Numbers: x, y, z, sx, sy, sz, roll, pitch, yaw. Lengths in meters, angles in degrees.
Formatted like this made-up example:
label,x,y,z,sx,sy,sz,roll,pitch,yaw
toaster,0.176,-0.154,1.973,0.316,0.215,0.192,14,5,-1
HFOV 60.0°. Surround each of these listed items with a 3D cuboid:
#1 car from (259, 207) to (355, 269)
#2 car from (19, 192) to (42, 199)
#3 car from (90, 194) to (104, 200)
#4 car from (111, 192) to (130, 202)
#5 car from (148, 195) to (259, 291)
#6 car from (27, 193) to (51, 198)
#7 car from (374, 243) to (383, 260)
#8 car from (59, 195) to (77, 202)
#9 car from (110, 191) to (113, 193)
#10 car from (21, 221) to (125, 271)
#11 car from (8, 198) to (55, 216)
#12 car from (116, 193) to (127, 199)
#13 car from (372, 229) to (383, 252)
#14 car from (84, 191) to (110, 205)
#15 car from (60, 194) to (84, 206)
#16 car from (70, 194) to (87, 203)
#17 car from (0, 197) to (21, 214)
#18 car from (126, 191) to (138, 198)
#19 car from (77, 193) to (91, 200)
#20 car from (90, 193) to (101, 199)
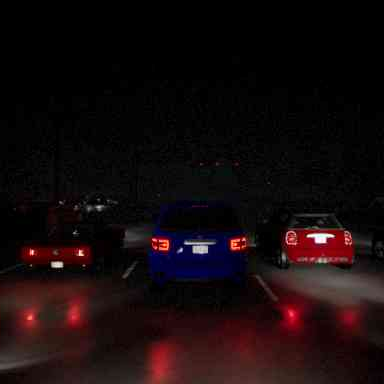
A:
label,x,y,z,sx,sy,sz,roll,pitch,yaw
car,3.519,1.335,11.257,2.097,1.767,4.553,0,0,0
car,-25.056,0.991,51.902,2.150,2.045,5.566,0,0,0
car,-21.715,1.177,76.071,1.994,1.385,4.181,0,0,-1
car,-14.632,1.217,68.062,2.033,1.411,5.357,0,0,-1
car,0.054,1.208,9.160,2.150,2.045,5.566,0,0,-2
car,-21.510,1.317,48.247,1.812,1.442,4.674,0,0,-1
car,3.597,1.490,2.113,2.128,1.511,4.902,0,0,0
car,-25.125,1.272,67.368,1.895,1.301,4.718,0,0,-1
car,-18.240,1.150,78.402,2.033,1.411,5.357,0,0,-1
car,-3.475,1.585,10.801,1.895,1.301,4.718,0,0,0
car,-14.342,1.501,30.398,1.895,1.301,4.718,0,0,-1
car,-18.647,1.076,88.240,2.128,1.511,4.902,0,0,-3
car,7.030,1.478,9.356,2.128,1.511,4.902,0,0,0
car,-14.550,1.127,51.207,2.097,1.767,4.553,0,0,-1
car,-18.046,1.281,50.678,1.837,1.490,4.892,0,0,0
car,-21.603,1.225,63.500,1.812,1.442,4.674,0,0,0
car,-17.839,1.464,30.140,1.994,1.385,4.181,0,0,-1
car,-14.739,0.837,78.242,2.150,2.045,5.566,0,0,-1
car,-25.237,1.112,78.081,1.837,1.490,4.892,0,0,-1
car,-25.731,1.087,88.860,2.033,1.411,5.357,0,0,-7
